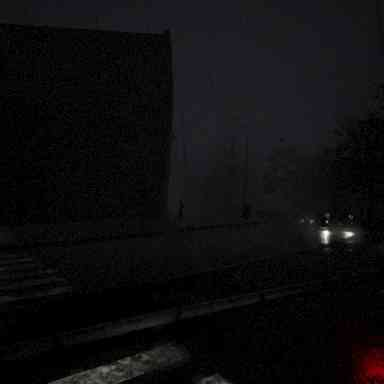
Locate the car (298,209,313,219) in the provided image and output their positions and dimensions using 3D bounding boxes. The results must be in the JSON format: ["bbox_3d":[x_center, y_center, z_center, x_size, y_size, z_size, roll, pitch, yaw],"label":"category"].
[{"bbox_3d":[16.128,2.937,44.068,2.033,1.411,5.357,1,-3,40],"label":"car"}]

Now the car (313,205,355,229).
[{"bbox_3d":[10.972,1.821,25.650,2.097,1.767,4.553,2,-2,13],"label":"car"}]

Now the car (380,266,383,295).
[{"bbox_3d":[5.828,1.519,6.522,4.902,1.511,2.128,0,-1,-28],"label":"car"}]

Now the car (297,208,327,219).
[{"bbox_3d":[17.981,3.215,49.831,4.674,1.442,1.812,4,-3,-34],"label":"car"}]
